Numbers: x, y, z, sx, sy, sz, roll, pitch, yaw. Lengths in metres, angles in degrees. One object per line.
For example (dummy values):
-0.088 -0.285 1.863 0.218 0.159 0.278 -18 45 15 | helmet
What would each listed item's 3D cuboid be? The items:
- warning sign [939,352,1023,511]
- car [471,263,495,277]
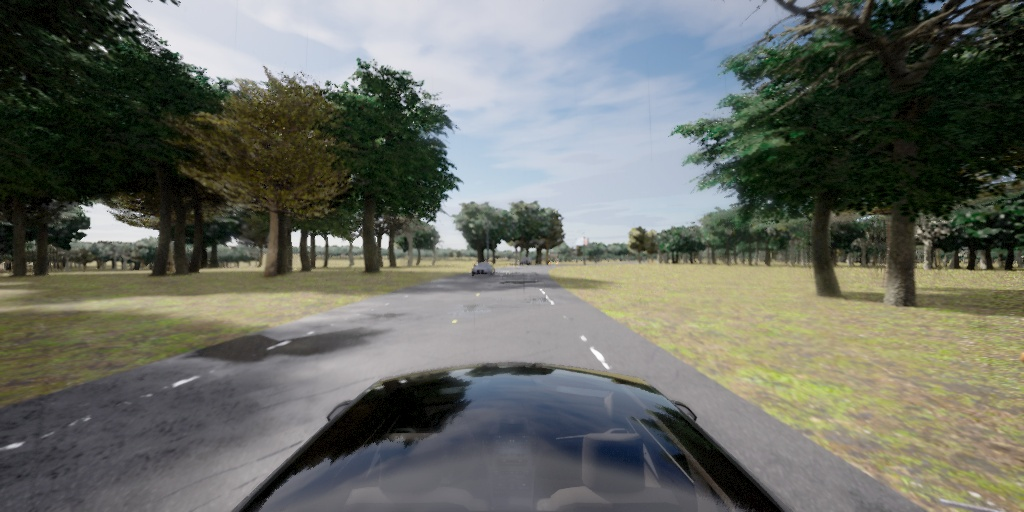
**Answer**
3.553 0.866 2.087 1.300 1.860 1.060 0 0 0 | warning sign
-2.941 1.360 36.889 1.994 1.385 4.181 0 0 4 | car
